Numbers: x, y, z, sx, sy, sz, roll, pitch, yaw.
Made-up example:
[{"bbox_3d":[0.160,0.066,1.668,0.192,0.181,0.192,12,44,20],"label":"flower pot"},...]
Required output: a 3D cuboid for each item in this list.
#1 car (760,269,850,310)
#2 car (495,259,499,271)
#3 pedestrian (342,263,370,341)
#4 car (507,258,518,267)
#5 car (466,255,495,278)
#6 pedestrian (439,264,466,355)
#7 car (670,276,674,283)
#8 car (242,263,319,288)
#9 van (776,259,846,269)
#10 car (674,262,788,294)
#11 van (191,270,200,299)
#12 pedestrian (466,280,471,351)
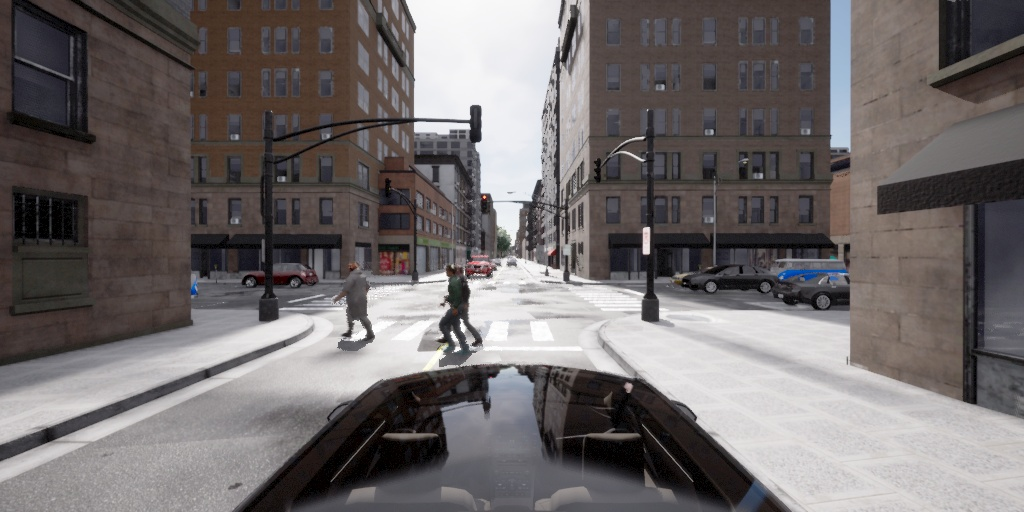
[{"bbox_3d":[12.524,1.304,13.771,4.403,1.370,2.007,0,0,1],"label":"car"},{"bbox_3d":[-3.078,1.253,48.779,1.812,1.442,4.674,0,0,0],"label":"car"},{"bbox_3d":[-3.680,1.043,8.453,0.375,1.860,0.375,0,0,0],"label":"pedestrian"},{"bbox_3d":[0.011,1.256,64.055,2.033,1.411,5.357,0,0,0],"label":"car"},{"bbox_3d":[-3.091,0.961,34.516,2.150,2.045,5.566,0,0,0],"label":"car"},{"bbox_3d":[-1.172,1.043,7.142,0.375,1.860,0.375,0,0,0],"label":"pedestrian"},{"bbox_3d":[12.426,1.263,22.298,4.829,1.417,1.751,0,0,1],"label":"car"},{"bbox_3d":[-14.598,1.171,22.584,4.097,1.591,1.967,0,0,1],"label":"car"},{"bbox_3d":[18.265,1.079,22.236,3.998,1.789,1.690,0,0,1],"label":"van"},{"bbox_3d":[11.931,1.247,19.746,4.892,1.490,1.837,0,0,-1],"label":"car"},{"bbox_3d":[-14.671,1.088,14.058,3.998,1.789,1.690,0,0,1],"label":"van"},{"bbox_3d":[-1.166,1.043,7.853,0.375,1.860,0.375,0,0,0],"label":"pedestrian"}]
